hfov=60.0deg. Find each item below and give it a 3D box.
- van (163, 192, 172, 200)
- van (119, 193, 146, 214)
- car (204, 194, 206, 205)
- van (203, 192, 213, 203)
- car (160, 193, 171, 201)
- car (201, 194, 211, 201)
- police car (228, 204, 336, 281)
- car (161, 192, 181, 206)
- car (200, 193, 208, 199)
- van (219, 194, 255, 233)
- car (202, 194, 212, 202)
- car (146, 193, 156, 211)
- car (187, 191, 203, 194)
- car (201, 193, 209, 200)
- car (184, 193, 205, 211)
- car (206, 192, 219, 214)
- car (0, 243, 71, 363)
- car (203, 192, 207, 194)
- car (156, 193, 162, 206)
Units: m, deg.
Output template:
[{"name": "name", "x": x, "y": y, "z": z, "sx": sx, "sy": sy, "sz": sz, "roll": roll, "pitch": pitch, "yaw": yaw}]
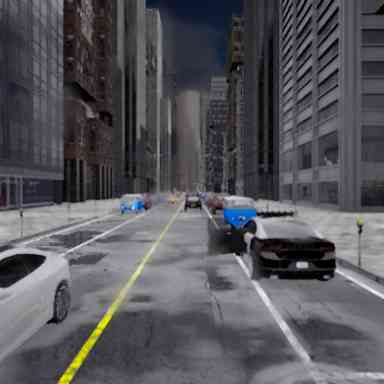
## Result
[{"name": "van", "x": -5.614, "y": 0.841, "z": 76.405, "sx": 1.690, "sy": 1.788, "sz": 3.998, "roll": 0, "pitch": 0, "yaw": 0}, {"name": "van", "x": -5.702, "y": 1.131, "z": 31.529, "sx": 1.690, "sy": 1.788, "sz": 3.998, "roll": 0, "pitch": 0, "yaw": 0}, {"name": "car", "x": 2.845, "y": 1.261, "z": 42.742, "sx": 1.887, "sy": 1.381, "sz": 4.507, "roll": 0, "pitch": 0, "yaw": 0}, {"name": "van", "x": 2.878, "y": 0.949, "z": 59.568, "sx": 1.690, "sy": 1.788, "sz": 3.998, "roll": 0, "pitch": 0, "yaw": 0}, {"name": "car", "x": -5.625, "y": 0.976, "z": 70.796, "sx": 1.967, "sy": 1.590, "sz": 4.097, "roll": 0, "pitch": 0, "yaw": 0}, {"name": "car", "x": 2.900, "y": 1.102, "z": 70.788, "sx": 1.947, "sy": 1.339, "sz": 4.313, "roll": 0, "pitch": 0, "yaw": 0}, {"name": "police car", "x": 2.384, "y": 1.358, "z": 9.760, "sx": 1.930, "sy": 1.638, "sz": 5.238, "roll": 0, "pitch": 0, "yaw": 0}, {"name": "car", "x": -2.908, "y": 1.200, "z": 47.562, "sx": 1.882, "sy": 1.535, "sz": 5.008, "roll": 0, "pitch": 0, "yaw": 0}, {"name": "car", "x": 2.922, "y": 0.989, "z": 82.176, "sx": 1.752, "sy": 1.417, "sz": 4.829, "roll": 0, "pitch": 0, "yaw": 0}, {"name": "van", "x": 2.801, "y": 1.204, "z": 20.305, "sx": 1.690, "sy": 1.788, "sz": 3.998, "roll": 0, "pitch": 0, "yaw": 0}, {"name": "car", "x": 2.889, "y": 1.116, "z": 65.179, "sx": 1.887, "sy": 1.381, "sz": 4.507, "roll": 0, "pitch": 0, "yaw": 0}, {"name": "car", "x": -5.691, "y": 1.068, "z": 37.139, "sx": 2.192, "sy": 1.841, "sz": 5.009, "roll": 0, "pitch": 0, "yaw": 0}, {"name": "car", "x": 0.091, "y": 0.909, "z": 47.265, "sx": 2.150, "sy": 2.045, "sz": 5.566, "roll": 0, "pitch": 0, "yaw": 0}, {"name": "car", "x": 2.911, "y": 1.024, "z": 76.567, "sx": 1.752, "sy": 1.417, "sz": 4.829, "roll": 0, "pitch": 0, "yaw": 0}, {"name": "car", "x": 0.144, "y": 1.230, "z": 37.224, "sx": 1.882, "sy": 1.535, "sz": 5.008, "roll": 0, "pitch": 0, "yaw": 0}, {"name": "car", "x": 2.823, "y": 1.104, "z": 31.523, "sx": 2.192, "sy": 1.841, "sz": 5.009, "roll": 0, "pitch": 0, "yaw": 0}, {"name": "car", "x": -3.094, "y": 1.496, "z": 4.348, "sx": 1.812, "sy": 1.442, "sz": 4.674, "roll": 0, "pitch": 0, "yaw": 0}, {"name": "car", "x": 2.856, "y": 1.120, "z": 48.351, "sx": 1.967, "sy": 1.590, "sz": 4.097, "roll": 0, "pitch": 0, "yaw": 0}, {"name": "car", "x": -5.669, "y": 1.231, "z": 48.359, "sx": 2.008, "sy": 1.369, "sz": 4.403, "roll": 0, "pitch": 0, "yaw": 0}]
